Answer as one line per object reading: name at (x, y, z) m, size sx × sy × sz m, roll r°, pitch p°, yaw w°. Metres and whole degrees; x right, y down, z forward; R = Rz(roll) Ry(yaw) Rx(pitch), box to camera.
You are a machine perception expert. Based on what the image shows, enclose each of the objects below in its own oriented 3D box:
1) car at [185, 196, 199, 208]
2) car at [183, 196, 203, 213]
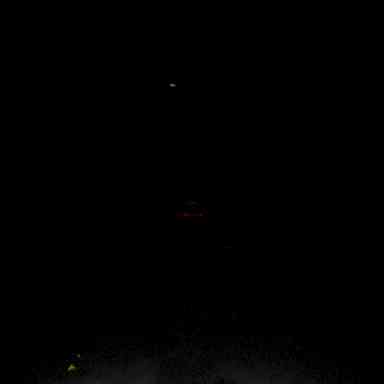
car at (0.000, 1.344, 46.986) m, size 1.837 × 1.490 × 4.892 m, roll 0°, pitch 1°, yaw 0°
car at (0.093, 1.356, 35.384) m, size 1.882 × 1.535 × 5.008 m, roll 0°, pitch 0°, yaw 0°
